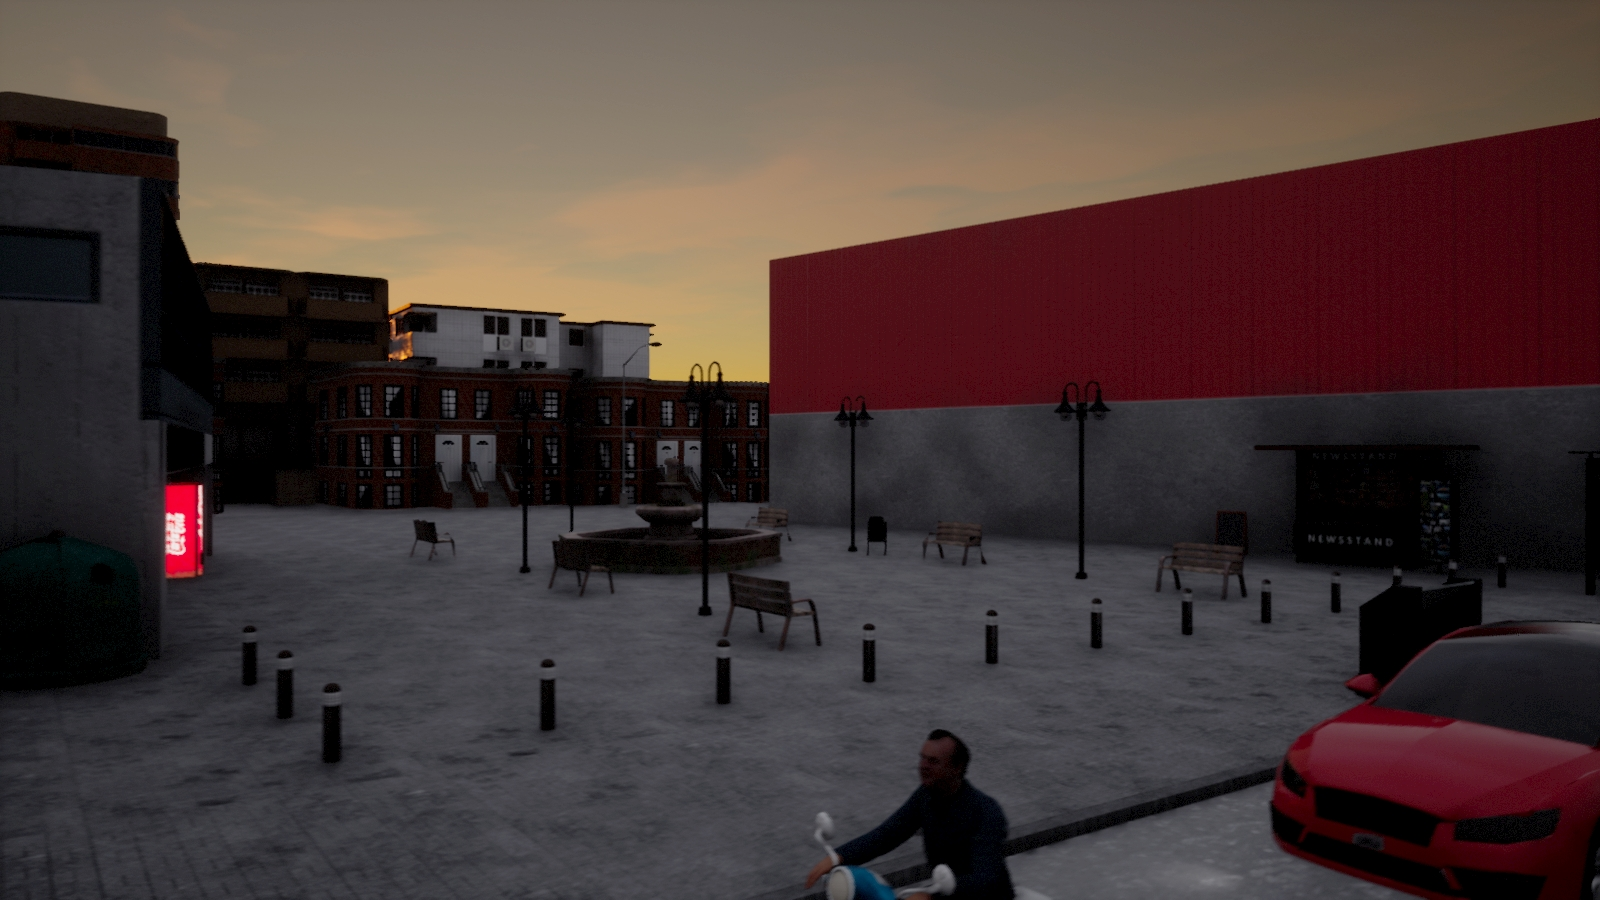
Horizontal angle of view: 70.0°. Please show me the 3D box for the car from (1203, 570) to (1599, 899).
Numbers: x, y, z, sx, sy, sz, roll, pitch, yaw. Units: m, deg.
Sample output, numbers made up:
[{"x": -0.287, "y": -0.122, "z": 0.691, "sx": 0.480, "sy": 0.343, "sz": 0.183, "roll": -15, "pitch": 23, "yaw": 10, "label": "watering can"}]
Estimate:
[{"x": 5.346, "y": 1.841, "z": 8.161, "sx": 4.892, "sy": 1.480, "sz": 2.231, "roll": 0, "pitch": 0, "yaw": -35, "label": "car"}]
